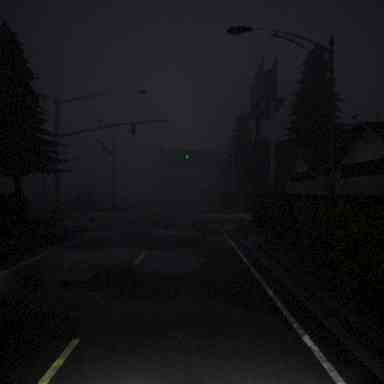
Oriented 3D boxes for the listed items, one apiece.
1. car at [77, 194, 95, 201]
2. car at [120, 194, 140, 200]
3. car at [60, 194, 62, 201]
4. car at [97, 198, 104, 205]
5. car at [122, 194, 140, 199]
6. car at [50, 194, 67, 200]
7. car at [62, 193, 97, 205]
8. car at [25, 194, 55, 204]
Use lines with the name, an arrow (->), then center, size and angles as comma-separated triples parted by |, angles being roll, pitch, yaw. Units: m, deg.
car -> -24.049, 1.227, 75.551 | 3.633, 1.501, 1.845 | 0, 0, -1
car -> -16.447, 1.223, 87.443 | 5.027, 1.636, 2.152 | 0, 0, -1
car -> -24.031, 1.218, 65.559 | 4.514, 1.523, 2.007 | 0, 0, -1
car -> -16.189, 1.296, 53.187 | 3.806, 1.475, 1.970 | 0, 0, -1
car -> -16.518, 1.229, 90.580 | 4.514, 1.523, 2.007 | 0, 0, -1
car -> -35.113, 1.277, 87.478 | 3.806, 1.475, 1.970 | 0, 0, -1
car -> -16.780, 1.016, 49.858 | 3.866, 1.878, 1.905 | 0, 0, -1
car -> -24.668, 1.032, 53.098 | 4.605, 1.855, 1.932 | 0, 0, -1
